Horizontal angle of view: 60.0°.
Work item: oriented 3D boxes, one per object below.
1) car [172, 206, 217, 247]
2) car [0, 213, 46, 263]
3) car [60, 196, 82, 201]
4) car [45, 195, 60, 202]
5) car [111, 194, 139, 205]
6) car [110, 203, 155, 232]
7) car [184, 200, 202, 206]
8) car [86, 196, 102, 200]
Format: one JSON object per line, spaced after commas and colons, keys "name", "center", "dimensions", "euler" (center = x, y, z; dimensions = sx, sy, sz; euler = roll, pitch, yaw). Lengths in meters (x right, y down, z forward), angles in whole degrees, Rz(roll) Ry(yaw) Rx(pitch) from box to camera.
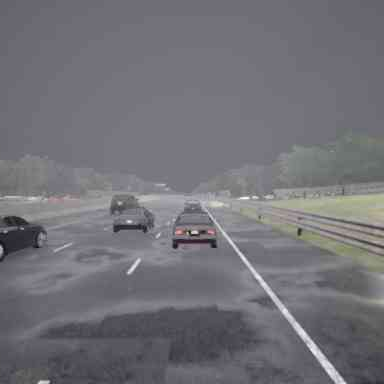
{"name": "car", "center": [0.101, 1.557, 14.943], "dimensions": [2.033, 1.411, 5.357], "euler": [0, 0, 0]}
{"name": "car", "center": [-6.900, 1.512, 11.745], "dimensions": [1.837, 1.490, 4.892], "euler": [0, 0, 0]}
{"name": "car", "center": [-21.033, 1.439, 58.827], "dimensions": [2.097, 1.767, 4.553], "euler": [0, 0, 1]}
{"name": "car", "center": [-24.526, 1.441, 59.634], "dimensions": [2.097, 1.767, 4.553], "euler": [0, 0, 1]}
{"name": "car", "center": [-6.899, 1.252, 34.492], "dimensions": [2.150, 2.045, 5.566], "euler": [0, 0, 0]}
{"name": "car", "center": [-3.399, 1.577, 20.070], "dimensions": [1.994, 1.385, 4.181], "euler": [0, 0, 0]}
{"name": "car", "center": [0.102, 1.560, 36.441], "dimensions": [1.812, 1.442, 4.674], "euler": [0, 0, 0]}
{"name": "car", "center": [-17.536, 1.441, 59.672], "dimensions": [2.097, 1.767, 4.553], "euler": [0, 0, 1]}
